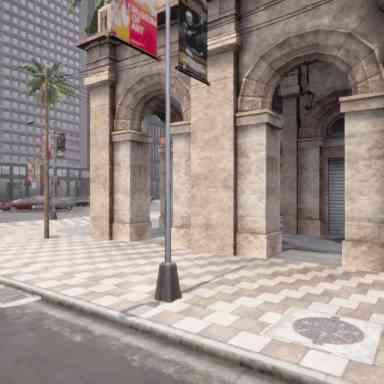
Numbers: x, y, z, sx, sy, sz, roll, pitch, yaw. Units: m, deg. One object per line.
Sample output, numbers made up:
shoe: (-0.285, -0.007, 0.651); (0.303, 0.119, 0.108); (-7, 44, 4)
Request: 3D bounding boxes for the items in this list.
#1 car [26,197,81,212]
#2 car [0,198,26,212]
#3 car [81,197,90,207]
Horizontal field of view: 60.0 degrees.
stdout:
car: (-15.730, 1.491, 37.923); (2.128, 1.511, 4.902); (0, 0, 36)
car: (-19.569, 1.478, 38.570); (1.882, 1.535, 5.008); (0, 0, 36)
car: (-16.291, 1.513, 48.472); (2.161, 1.482, 4.786); (0, 0, 35)
